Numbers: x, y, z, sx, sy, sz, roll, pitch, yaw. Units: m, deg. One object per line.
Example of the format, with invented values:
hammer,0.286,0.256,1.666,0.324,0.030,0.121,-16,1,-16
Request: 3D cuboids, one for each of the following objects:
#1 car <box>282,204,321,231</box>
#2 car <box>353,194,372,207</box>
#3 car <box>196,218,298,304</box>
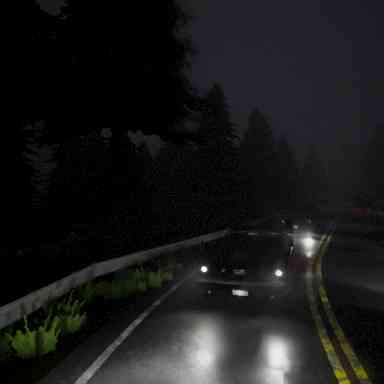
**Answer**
car,6.671,1.454,20.067,2.033,1.411,5.357,-2,0,26
car,20.631,1.046,40.245,2.128,1.511,4.902,-2,0,28
car,1.588,1.596,8.427,1.895,1.301,4.718,-1,0,18
